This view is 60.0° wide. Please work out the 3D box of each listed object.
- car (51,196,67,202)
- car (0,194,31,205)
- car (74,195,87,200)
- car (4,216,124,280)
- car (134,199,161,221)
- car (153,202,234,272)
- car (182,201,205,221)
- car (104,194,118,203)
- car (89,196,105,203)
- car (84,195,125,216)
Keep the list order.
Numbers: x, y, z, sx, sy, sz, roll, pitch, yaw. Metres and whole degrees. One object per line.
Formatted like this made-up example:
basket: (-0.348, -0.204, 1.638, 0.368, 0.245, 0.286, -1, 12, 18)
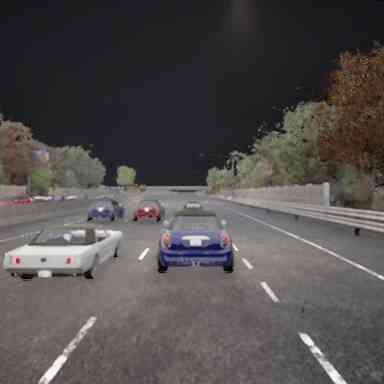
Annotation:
car: (-28.005, 1.526, 70.146, 1.812, 1.442, 4.674, 0, 0, 0)
car: (-17.598, 1.258, 32.060, 2.150, 2.045, 5.566, 0, 0, 0)
car: (-24.505, 1.410, 73.864, 2.097, 1.767, 4.553, 0, 0, 0)
car: (-3.397, 1.608, 9.910, 1.895, 1.301, 4.718, 0, 0, 0)
car: (-3.404, 1.379, 27.197, 2.097, 1.767, 4.553, 0, 0, 0)
car: (0.100, 1.360, 10.953, 2.097, 1.767, 4.553, 0, 0, 0)
car: (0.097, 1.555, 28.614, 1.812, 1.442, 4.674, 0, 0, 0)
car: (-17.505, 1.423, 72.065, 2.097, 1.767, 4.553, 0, 0, 0)
car: (-21.005, 1.580, 73.834, 2.128, 1.511, 4.902, 0, 0, 0)
car: (-6.903, 1.380, 27.225, 2.097, 1.767, 4.553, 0, 0, 0)
